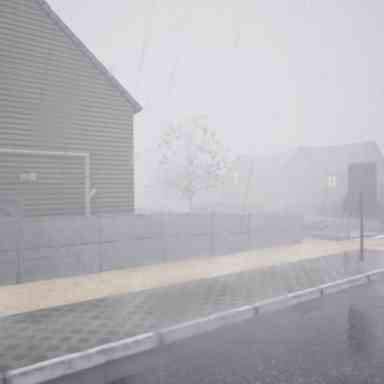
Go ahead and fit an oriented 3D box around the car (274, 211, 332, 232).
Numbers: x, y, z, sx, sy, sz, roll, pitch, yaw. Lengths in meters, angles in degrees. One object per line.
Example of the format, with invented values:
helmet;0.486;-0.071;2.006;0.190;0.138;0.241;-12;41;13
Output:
car;6.930;1.933;22.604;1.895;1.301;4.718;-1;-1;-35

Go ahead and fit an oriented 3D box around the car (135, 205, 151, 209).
car;-7.185;2.510;42.478;1.895;1.301;4.718;-1;-1;-35

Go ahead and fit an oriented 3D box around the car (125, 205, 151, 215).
car;-7.876;2.593;48.415;1.895;1.301;4.718;-1;-1;-35

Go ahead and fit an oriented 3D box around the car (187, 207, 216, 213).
car;1.120;2.133;30.755;1.994;1.385;4.181;-1;-1;-36
